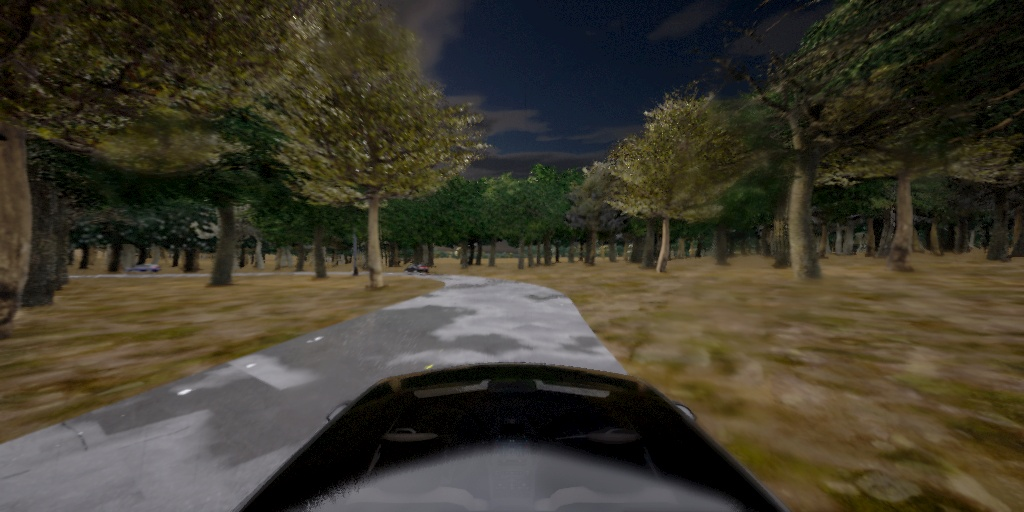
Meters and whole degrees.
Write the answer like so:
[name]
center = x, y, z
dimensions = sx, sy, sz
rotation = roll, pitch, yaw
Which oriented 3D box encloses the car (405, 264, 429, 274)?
[car]
center = -14.034, 1.907, 52.809
dimensions = 1.837, 1.490, 4.892
rotation = 2, -3, -42
